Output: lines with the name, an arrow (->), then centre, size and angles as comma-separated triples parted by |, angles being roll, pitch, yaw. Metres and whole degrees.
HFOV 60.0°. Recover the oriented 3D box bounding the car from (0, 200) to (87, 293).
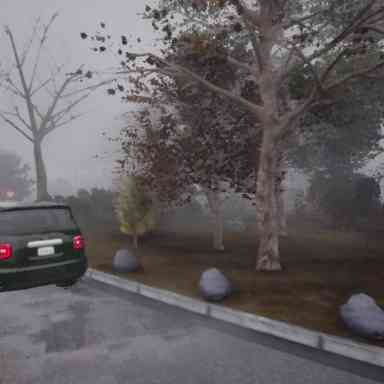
car -> -4.715, 1.226, 8.248 | 5.566, 2.045, 2.150 | 0, 0, 44
